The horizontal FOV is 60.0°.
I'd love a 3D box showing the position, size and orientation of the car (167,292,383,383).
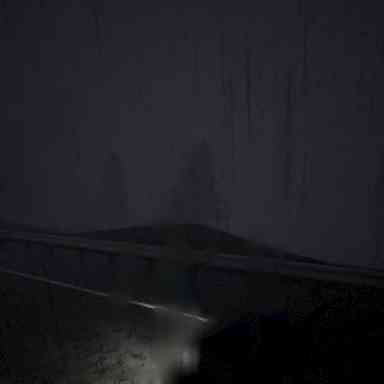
[{"bbox_3d":[1.823,1.562,2.659,4.181,1.385,1.994,0,0,35],"label":"car"}]
